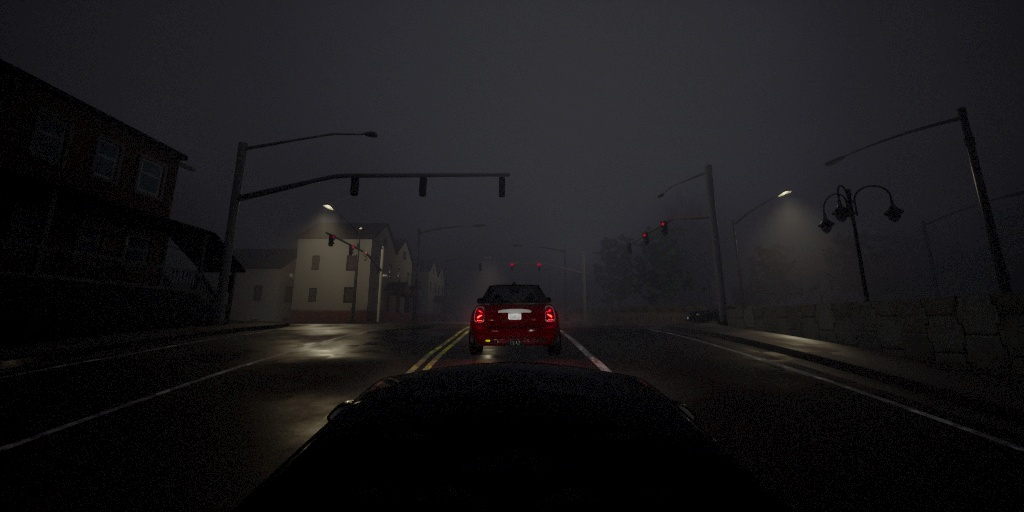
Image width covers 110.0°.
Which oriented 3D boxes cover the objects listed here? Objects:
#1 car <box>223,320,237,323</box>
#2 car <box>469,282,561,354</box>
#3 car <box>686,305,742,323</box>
[{"bbox_3d":[-19.888,5.152,24.882,5.008,1.535,1.882,-9,-10,0],"label":"car"},{"bbox_3d":[0.063,1.564,10.042,2.097,1.767,4.553,-1,-6,0],"label":"car"},{"bbox_3d":[16.314,4.621,28.268,4.902,1.511,2.128,0,-10,1],"label":"car"}]
